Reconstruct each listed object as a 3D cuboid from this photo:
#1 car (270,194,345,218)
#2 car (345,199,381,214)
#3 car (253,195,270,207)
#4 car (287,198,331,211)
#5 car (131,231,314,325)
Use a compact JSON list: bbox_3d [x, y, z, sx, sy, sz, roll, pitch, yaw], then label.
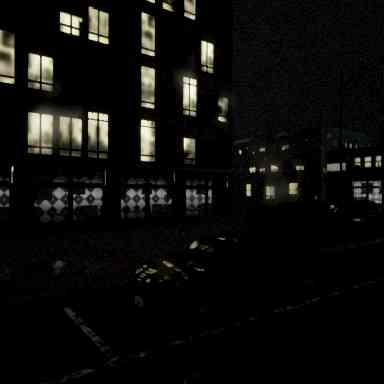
[{"bbox_3d":[9.367,1.101,27.307,2.192,1.841,5.009,1,0,-36],"label":"car"},{"bbox_3d":[16.116,1.372,32.266,1.887,1.381,4.507,1,0,-36],"label":"car"},{"bbox_3d":[9.553,1.130,41.208,1.967,1.590,4.097,1,0,-36],"label":"car"},{"bbox_3d":[12.834,1.340,36.736,1.802,1.307,4.206,1,0,-36],"label":"car"},{"bbox_3d":[0.839,1.566,7.152,4.313,1.339,1.947,0,0,-35],"label":"car"}]
